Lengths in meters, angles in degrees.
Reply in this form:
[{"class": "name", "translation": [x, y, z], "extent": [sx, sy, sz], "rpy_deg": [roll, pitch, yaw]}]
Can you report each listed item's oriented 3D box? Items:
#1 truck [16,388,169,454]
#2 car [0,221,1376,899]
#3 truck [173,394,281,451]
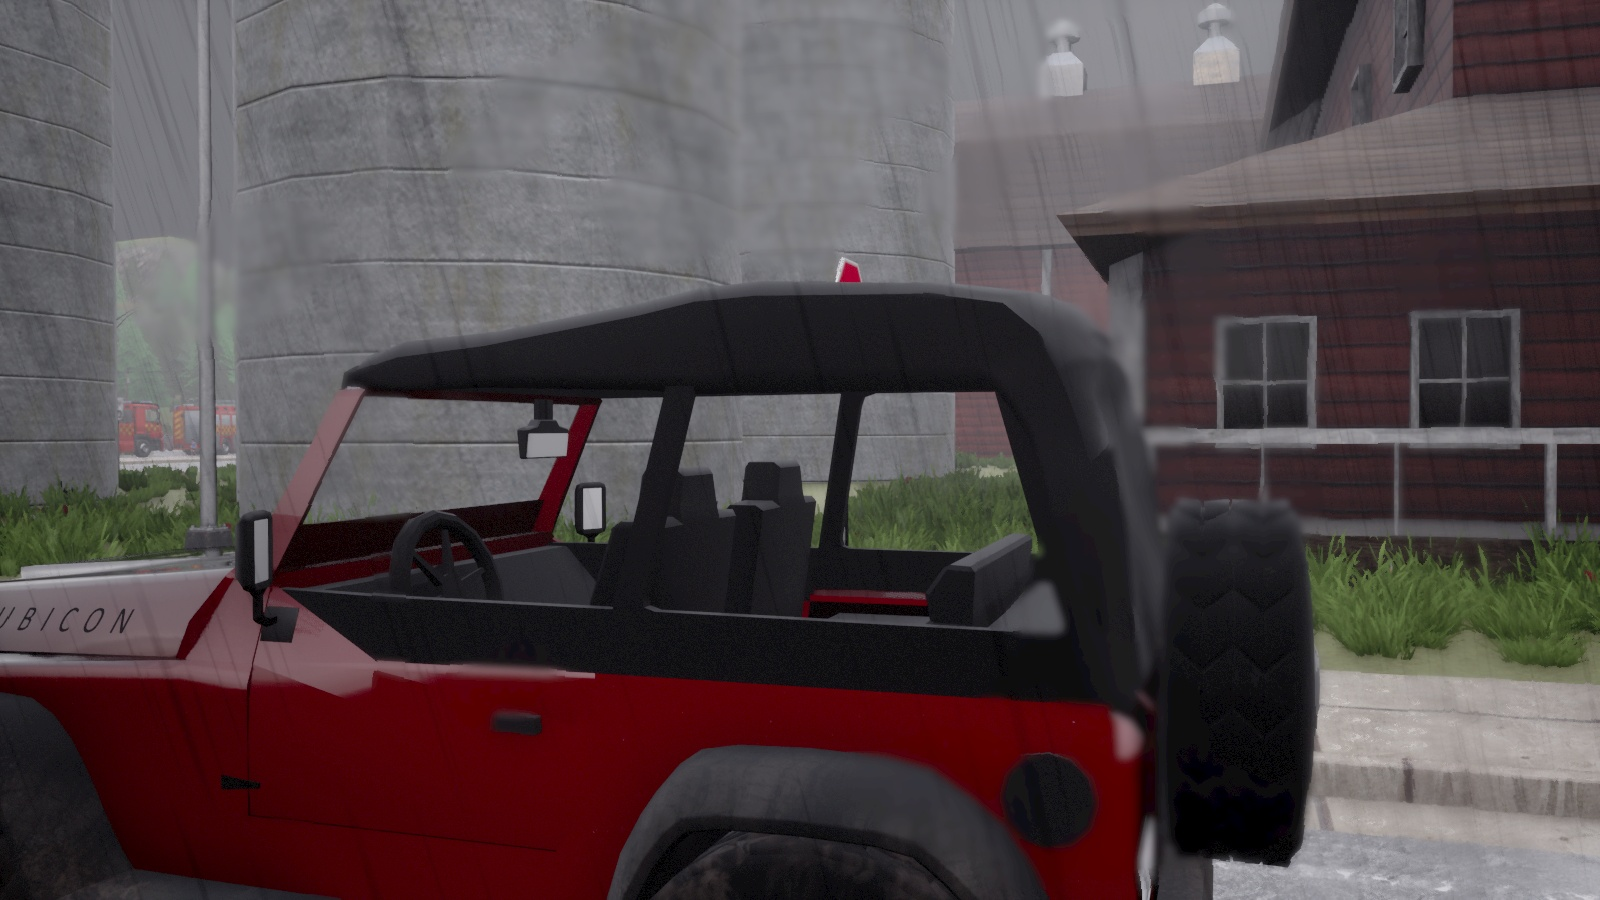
[{"class": "truck", "translation": [-43.146, -1.732, 76.966], "extent": [2.891, 3.827, 8.468], "rpy_deg": [1, 1, 18]}, {"class": "car", "translation": [-0.671, 0.565, 3.415], "extent": [3.866, 1.878, 1.905], "rpy_deg": [1, 1, 19]}, {"class": "truck", "translation": [-40.253, -1.908, 88.614], "extent": [2.891, 3.827, 8.468], "rpy_deg": [0, 1, 7]}]
